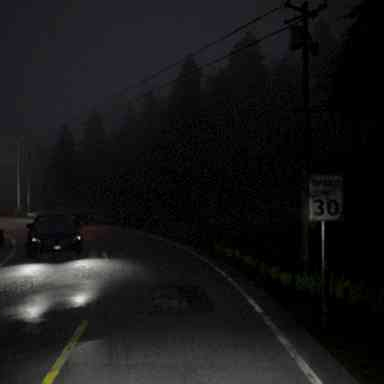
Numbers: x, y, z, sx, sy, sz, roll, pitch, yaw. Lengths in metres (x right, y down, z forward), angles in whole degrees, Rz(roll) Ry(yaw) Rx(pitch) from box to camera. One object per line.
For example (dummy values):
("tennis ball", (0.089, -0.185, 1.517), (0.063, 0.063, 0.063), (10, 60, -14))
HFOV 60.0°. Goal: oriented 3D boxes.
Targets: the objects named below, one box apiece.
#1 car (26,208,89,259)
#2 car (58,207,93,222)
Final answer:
("car", (-5.479, 1.588, 13.232), (1.812, 1.442, 4.674), (0, 0, -25))
("car", (-9.044, 1.713, 23.810), (4.718, 1.301, 1.895), (0, 0, 45))
